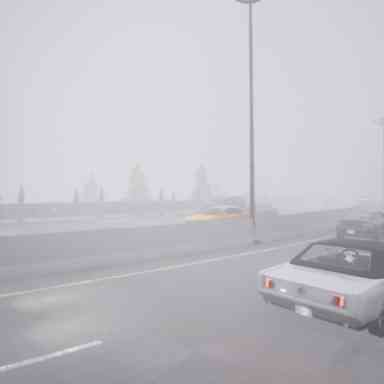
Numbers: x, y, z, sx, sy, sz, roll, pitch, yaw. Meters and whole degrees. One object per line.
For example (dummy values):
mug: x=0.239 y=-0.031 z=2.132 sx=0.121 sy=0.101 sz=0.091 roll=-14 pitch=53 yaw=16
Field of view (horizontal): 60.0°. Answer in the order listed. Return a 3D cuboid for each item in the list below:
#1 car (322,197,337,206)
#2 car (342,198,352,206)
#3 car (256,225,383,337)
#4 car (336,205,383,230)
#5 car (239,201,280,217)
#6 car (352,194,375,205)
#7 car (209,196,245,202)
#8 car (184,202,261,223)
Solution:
car: x=25.934 y=1.718 z=62.656 sx=1.882 sy=1.535 sz=5.008 roll=0 pitch=0 yaw=36
car: x=28.796 y=1.741 z=60.647 sx=1.812 sy=1.442 sz=4.674 roll=0 pitch=0 yaw=36
car: x=3.491 y=1.616 z=6.730 sx=4.718 sy=1.301 sz=1.895 roll=0 pitch=0 yaw=-40
car: x=8.574 y=1.566 z=16.205 sx=1.812 sy=1.442 sz=4.674 roll=0 pitch=0 yaw=44
car: x=6.087 y=1.684 z=29.381 sx=1.994 sy=1.385 sz=4.181 roll=0 pitch=0 yaw=39
car: x=27.721 y=1.397 z=53.134 sx=2.150 sy=2.045 sz=5.566 roll=-1 pitch=0 yaw=36
car: x=3.091 y=1.361 z=31.194 sx=2.150 sy=2.045 sz=5.566 roll=0 pitch=0 yaw=40
car: x=1.668 y=1.553 z=19.461 sx=5.008 sy=1.535 sz=1.882 roll=0 pitch=0 yaw=-45
